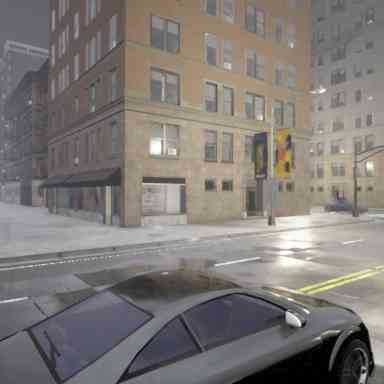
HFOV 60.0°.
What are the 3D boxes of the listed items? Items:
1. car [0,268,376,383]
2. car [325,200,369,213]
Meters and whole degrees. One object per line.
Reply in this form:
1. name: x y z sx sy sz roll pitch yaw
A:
1. car: 0.126 1.564 3.548 4.181 1.385 1.994 0 0 -36
2. car: 16.322 1.555 35.261 1.994 1.385 4.181 0 0 -39
